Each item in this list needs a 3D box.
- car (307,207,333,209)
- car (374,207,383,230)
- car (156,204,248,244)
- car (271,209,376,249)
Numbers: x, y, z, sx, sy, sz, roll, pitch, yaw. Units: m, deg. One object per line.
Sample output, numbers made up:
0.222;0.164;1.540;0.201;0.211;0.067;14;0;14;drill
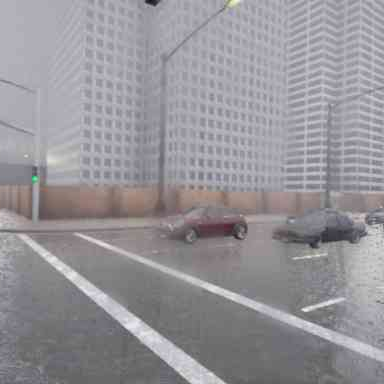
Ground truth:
8.054;1.745;21.336;4.902;1.511;2.128;1;0;-35;car
14.150;1.889;21.276;4.902;1.511;2.128;1;0;-35;car
0.527;1.412;16.137;4.553;1.767;2.097;1;0;-35;car
6.204;1.741;15.817;5.357;1.411;2.033;1;0;-35;car
